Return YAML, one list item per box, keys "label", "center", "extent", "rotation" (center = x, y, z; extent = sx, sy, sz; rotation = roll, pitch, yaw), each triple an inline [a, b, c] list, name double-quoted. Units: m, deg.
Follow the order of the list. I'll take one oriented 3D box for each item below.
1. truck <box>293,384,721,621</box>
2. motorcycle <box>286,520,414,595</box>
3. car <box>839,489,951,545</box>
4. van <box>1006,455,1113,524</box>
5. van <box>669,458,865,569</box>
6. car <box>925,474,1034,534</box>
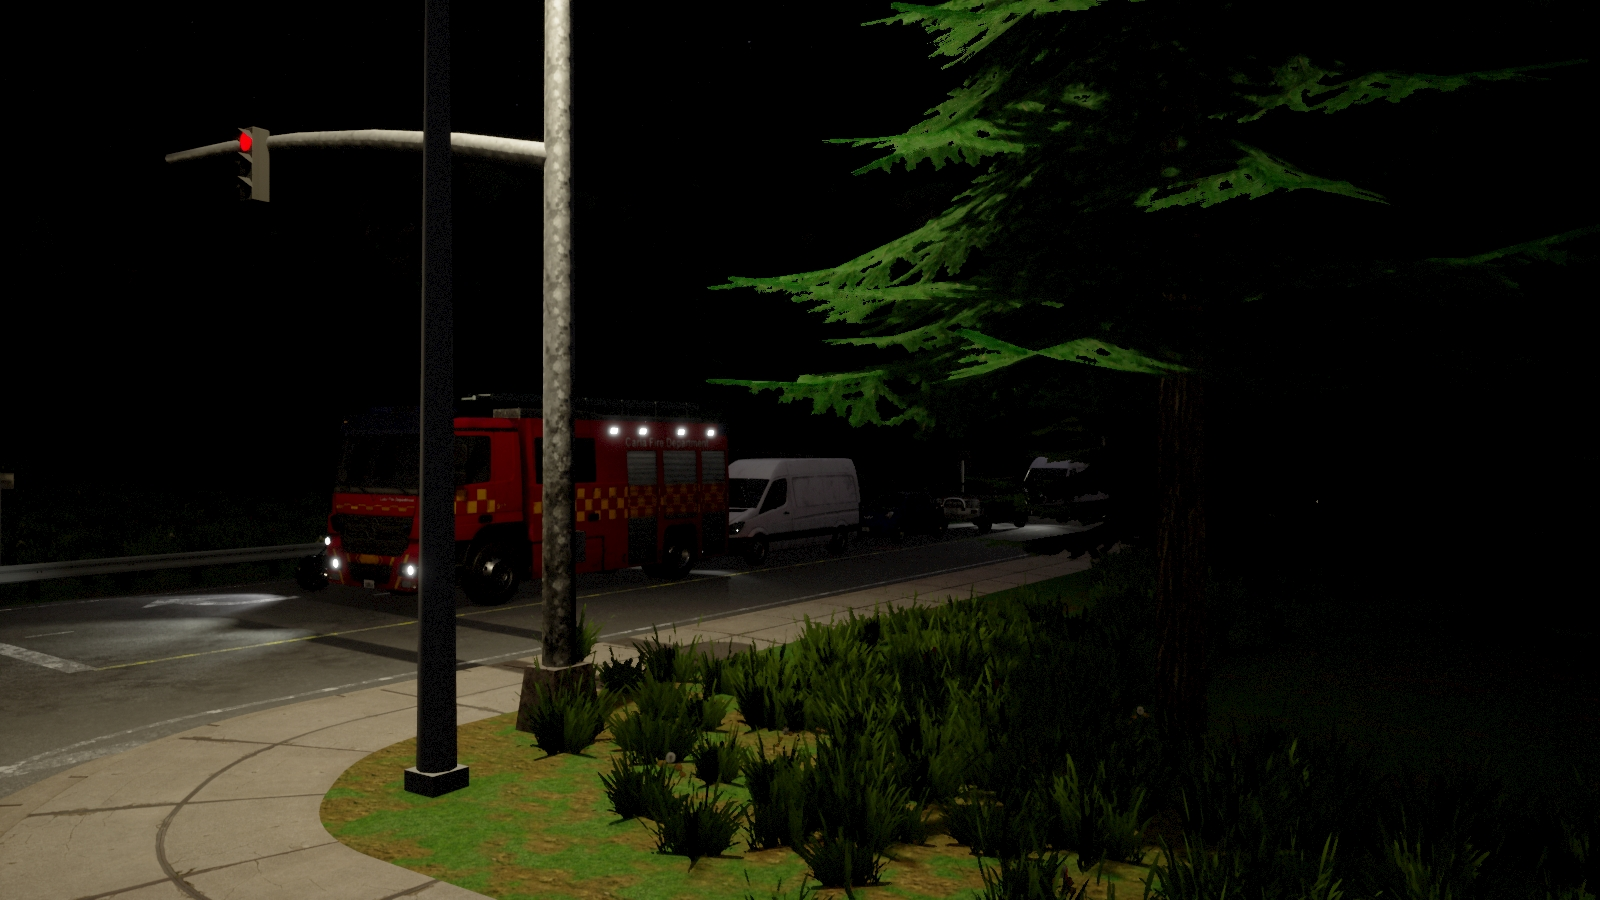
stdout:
- label: "truck"
  center: [-5.328, 0.853, 22.761]
  extent: [2.891, 3.827, 8.468]
  rotation: [0, 0, 34]
- label: "motorcycle"
  center: [-9.056, 2.131, 23.082]
  extent: [0.764, 1.277, 2.356]
  rotation: [0, 0, 37]
- label: "car"
  center: [2.957, 2.000, 34.988]
  extent: [1.845, 1.501, 3.633]
  rotation: [0, 0, 34]
- label: "van"
  center: [10.451, 1.497, 45.657]
  extent: [1.988, 2.561, 5.915]
  rotation: [0, 0, 36]
- label: "van"
  center: [-0.690, 1.497, 29.618]
  extent: [1.988, 2.561, 5.915]
  rotation: [0, 0, 34]
- label: "car"
  center: [6.318, 1.826, 39.820]
  extent: [1.932, 1.855, 4.605]
  rotation: [0, 0, 35]
